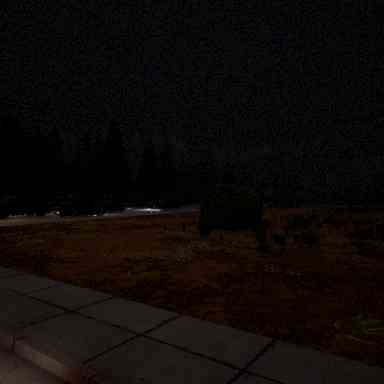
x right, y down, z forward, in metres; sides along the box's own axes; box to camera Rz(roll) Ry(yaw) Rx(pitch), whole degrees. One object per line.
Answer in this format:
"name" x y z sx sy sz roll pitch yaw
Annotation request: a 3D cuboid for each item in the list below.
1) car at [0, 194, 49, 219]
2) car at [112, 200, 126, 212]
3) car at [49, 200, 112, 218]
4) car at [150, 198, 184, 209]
"car" -15.468 1.248 29.695 2.150 2.045 5.566 0 0 36
"car" -9.573 1.591 37.673 1.994 1.385 4.181 0 0 37
"car" -10.133 1.531 30.666 1.837 1.490 4.892 0 0 36
"car" -3.375 1.574 46.056 2.033 1.411 5.357 0 0 37
